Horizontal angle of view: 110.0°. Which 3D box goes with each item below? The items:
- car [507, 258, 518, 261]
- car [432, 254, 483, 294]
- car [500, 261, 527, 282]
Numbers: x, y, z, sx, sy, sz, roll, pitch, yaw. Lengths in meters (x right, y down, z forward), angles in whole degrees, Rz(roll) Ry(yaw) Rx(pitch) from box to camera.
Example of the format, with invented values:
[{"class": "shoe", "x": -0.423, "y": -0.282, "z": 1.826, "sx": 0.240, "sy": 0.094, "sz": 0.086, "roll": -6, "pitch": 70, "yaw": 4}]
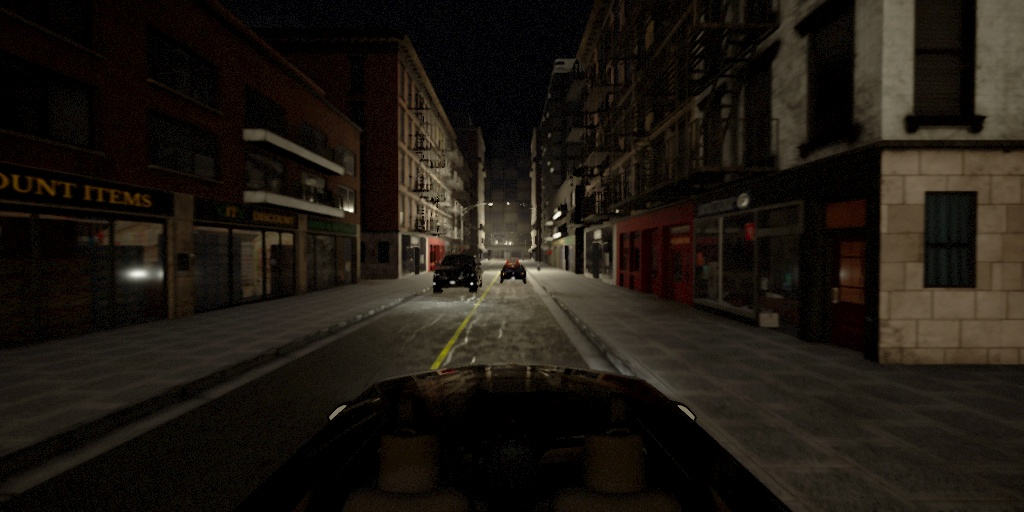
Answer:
[{"class": "car", "x": 0.074, "y": 1.027, "z": 45.768, "sx": 1.882, "sy": 1.535, "sz": 5.008, "roll": 0, "pitch": 1, "yaw": 0}, {"class": "car", "x": -2.847, "y": 0.890, "z": 19.940, "sx": 2.150, "sy": 2.045, "sz": 5.566, "roll": 0, "pitch": 0, "yaw": 0}, {"class": "car", "x": 0.086, "y": 1.240, "z": 26.936, "sx": 1.895, "sy": 1.301, "sz": 4.718, "roll": 0, "pitch": 0, "yaw": 0}]
